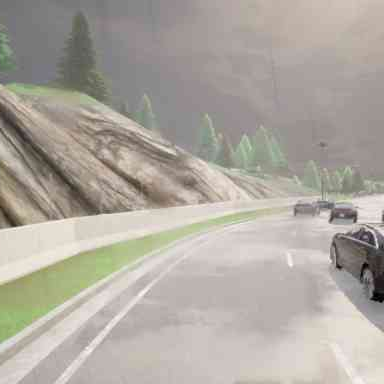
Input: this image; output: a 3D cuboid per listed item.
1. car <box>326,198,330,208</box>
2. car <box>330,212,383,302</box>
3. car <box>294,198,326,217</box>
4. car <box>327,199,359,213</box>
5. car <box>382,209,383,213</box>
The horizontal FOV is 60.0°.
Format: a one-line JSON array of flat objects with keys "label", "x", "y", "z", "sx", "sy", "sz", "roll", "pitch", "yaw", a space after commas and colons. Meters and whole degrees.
[{"label": "car", "x": 16.616, "y": 1.492, "z": 41.737, "sx": 2.128, "sy": 1.511, "sz": 4.902, "roll": 0, "pitch": 0, "yaw": 29}, {"label": "car", "x": 4.761, "y": 1.491, "z": 8.057, "sx": 2.128, "sy": 1.511, "sz": 4.902, "roll": 0, "pitch": 0, "yaw": 10}, {"label": "car", "x": 11.042, "y": 1.492, "z": 31.742, "sx": 2.128, "sy": 1.511, "sz": 4.902, "roll": 0, "pitch": 0, "yaw": 29}, {"label": "car", "x": 11.991, "y": 1.526, "z": 26.127, "sx": 1.812, "sy": 1.442, "sz": 4.674, "roll": 0, "pitch": 0, "yaw": 28}, {"label": "car", "x": 14.643, "y": 1.601, "z": 23.714, "sx": 1.895, "sy": 1.301, "sz": 4.718, "roll": 0, "pitch": 0, "yaw": 28}]
